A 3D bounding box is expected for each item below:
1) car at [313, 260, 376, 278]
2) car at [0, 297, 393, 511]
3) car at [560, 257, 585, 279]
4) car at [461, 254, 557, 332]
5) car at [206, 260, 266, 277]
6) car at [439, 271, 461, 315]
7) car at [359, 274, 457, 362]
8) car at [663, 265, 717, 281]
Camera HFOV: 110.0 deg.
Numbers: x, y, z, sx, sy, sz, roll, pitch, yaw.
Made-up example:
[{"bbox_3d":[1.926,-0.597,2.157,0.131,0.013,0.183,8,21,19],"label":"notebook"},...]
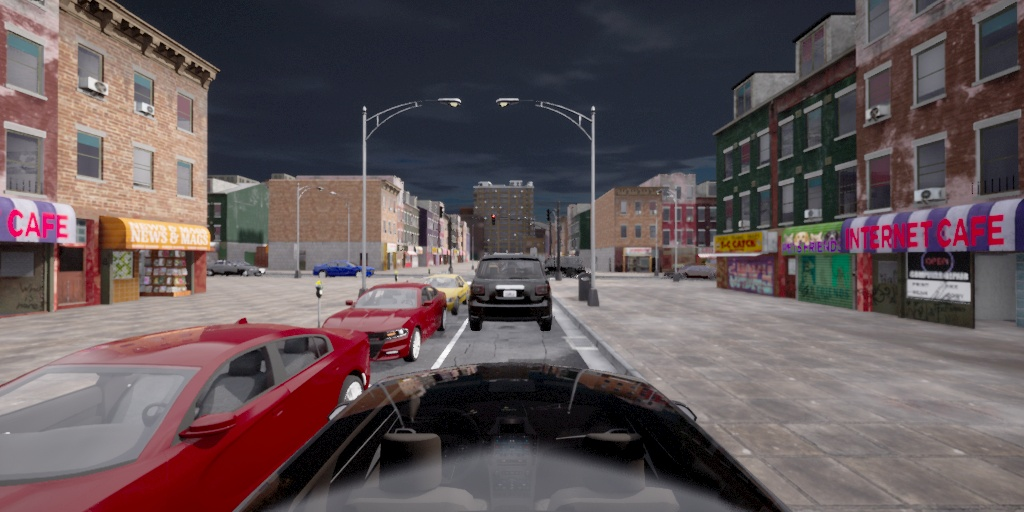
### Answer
[{"bbox_3d":[-14.357,1.150,30.828,5.008,1.535,1.882,0,0,-1],"label":"car"},{"bbox_3d":[-2.636,1.295,2.741,1.888,1.381,4.507,0,0,0],"label":"car"},{"bbox_3d":[4.224,1.061,34.609,5.566,2.045,2.150,1,0,12],"label":"car"},{"bbox_3d":[-0.019,0.974,11.052,2.150,2.045,5.566,0,0,1],"label":"car"},{"bbox_3d":[-23.856,1.097,30.792,4.902,1.511,2.128,0,0,0],"label":"car"},{"bbox_3d":[-2.626,1.280,13.559,1.751,1.417,4.829,0,0,0],"label":"car"},{"bbox_3d":[-2.631,1.297,8.235,1.888,1.381,4.507,0,0,0],"label":"car"},{"bbox_3d":[17.246,1.549,33.914,5.357,1.411,2.033,1,0,0],"label":"car"}]
